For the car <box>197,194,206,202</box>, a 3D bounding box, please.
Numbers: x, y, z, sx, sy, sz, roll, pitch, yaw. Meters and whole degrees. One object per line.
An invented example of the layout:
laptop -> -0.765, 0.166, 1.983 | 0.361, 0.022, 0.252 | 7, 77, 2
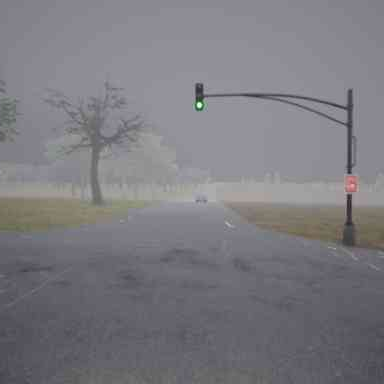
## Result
car -> 1.930, 1.150, 66.710 | 1.837, 1.490, 4.892 | 0, 0, 2

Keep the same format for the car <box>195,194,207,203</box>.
car -> 1.604, 1.155, 56.676 | 1.994, 1.385, 4.181 | 0, 0, 2
